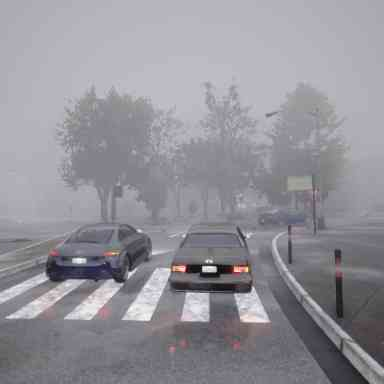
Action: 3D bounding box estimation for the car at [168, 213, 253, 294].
[{"bbox_3d":[0.610,1.543,8.972,2.033,1.411,5.357,-1,0,6],"label":"car"}]

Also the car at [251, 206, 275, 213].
[{"bbox_3d":[15.352,3.825,72.496,1.837,1.490,4.892,4,-6,-43],"label":"car"}]

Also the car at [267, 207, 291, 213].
[{"bbox_3d":[19.179,4.002,73.368,4.718,1.301,1.895,-4,-6,41],"label":"car"}]

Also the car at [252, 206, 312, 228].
[{"bbox_3d":[7.675,2.043,27.284,5.008,1.535,1.882,-1,-5,-31],"label":"car"}]

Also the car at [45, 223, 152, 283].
[{"bbox_3d":[-2.487,1.590,9.808,1.994,1.385,4.181,-1,0,4],"label":"car"}]
